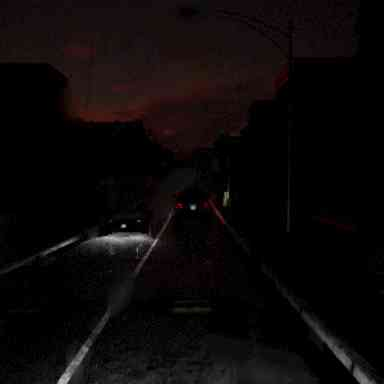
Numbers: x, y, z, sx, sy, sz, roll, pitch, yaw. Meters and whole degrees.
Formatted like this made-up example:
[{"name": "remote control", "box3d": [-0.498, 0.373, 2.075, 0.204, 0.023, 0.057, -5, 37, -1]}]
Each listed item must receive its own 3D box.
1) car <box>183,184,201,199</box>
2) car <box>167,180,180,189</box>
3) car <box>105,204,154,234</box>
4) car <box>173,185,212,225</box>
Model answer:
[{"name": "car", "box3d": [0.010, -0.133, 40.857, 2.128, 1.511, 4.902, 0, 4, 0]}, {"name": "car", "box3d": [-3.180, -1.397, 57.761, 1.882, 1.535, 5.008, 0, 4, 0]}, {"name": "car", "box3d": [-3.139, 1.319, 17.347, 1.994, 1.385, 4.181, 0, 2, 0]}, {"name": "car", "box3d": [0.063, 0.842, 21.057, 2.150, 2.045, 5.566, 0, 3, 0]}]
